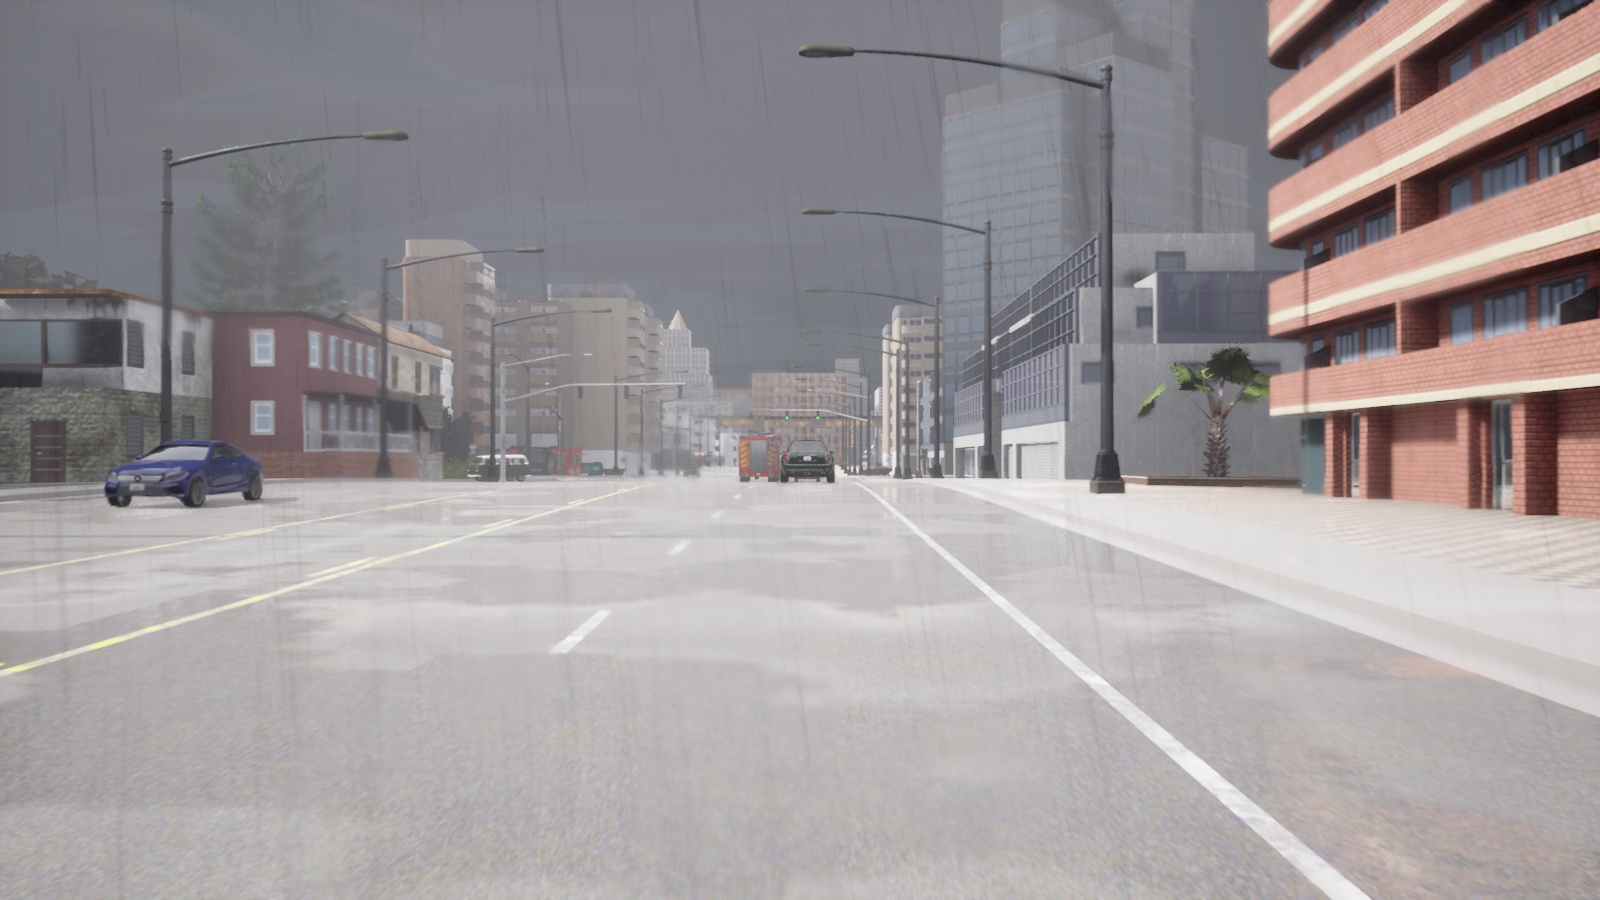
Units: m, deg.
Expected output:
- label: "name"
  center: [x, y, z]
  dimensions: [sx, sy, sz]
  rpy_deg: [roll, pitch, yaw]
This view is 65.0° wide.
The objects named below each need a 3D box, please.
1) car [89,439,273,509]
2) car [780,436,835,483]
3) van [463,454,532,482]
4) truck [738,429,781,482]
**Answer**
- label: "car"
  center: [-13.826, 0.475, 28.391]
  dimensions: [1.812, 1.442, 4.674]
  rpy_deg: [0, 1, 0]
- label: "car"
  center: [0.292, 0.400, 49.701]
  dimensions: [2.097, 1.767, 4.553]
  rpy_deg: [0, -1, 0]
- label: "van"
  center: [-22.128, 1.313, 92.083]
  dimensions: [4.480, 2.038, 2.069]
  rpy_deg: [0, -1, -43]
- label: "truck"
  center: [-2.965, 0.461, 94.307]
  dimensions: [2.891, 3.827, 8.468]
  rpy_deg: [0, -1, 0]
